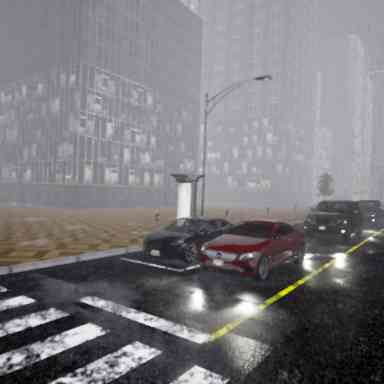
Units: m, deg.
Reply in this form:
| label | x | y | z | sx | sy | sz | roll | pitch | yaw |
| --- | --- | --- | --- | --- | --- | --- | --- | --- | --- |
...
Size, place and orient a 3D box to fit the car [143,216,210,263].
| label | x | y | z | sx | sy | sz | roll | pitch | yaw |
| --- | --- | --- | --- | --- | --- | --- | --- | --- | --- |
| car | 0.148 | 1.554 | 12.066 | 1.947 | 1.339 | 4.313 | 2 | 0 | 36 |

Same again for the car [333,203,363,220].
| label | x | y | z | sx | sy | sz | roll | pitch | yaw |
| --- | --- | --- | --- | --- | --- | --- | --- | --- | --- |
| car | 16.256 | 1.976 | 34.551 | 1.967 | 1.590 | 4.097 | 2 | 0 | 36 |

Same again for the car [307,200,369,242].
| label | x | y | z | sx | sy | sz | roll | pitch | yaw |
| --- | --- | --- | --- | --- | --- | --- | --- | --- | --- |
| car | 8.075 | 1.481 | 18.668 | 2.150 | 2.045 | 5.566 | 2 | 0 | 36 |

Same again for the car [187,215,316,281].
| label | x | y | z | sx | sy | sz | roll | pitch | yaw |
| --- | --- | --- | --- | --- | --- | --- | --- | --- | --- |
| car | 2.082 | 1.584 | 10.314 | 1.812 | 1.442 | 4.674 | 2 | 0 | 37 |

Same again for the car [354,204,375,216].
| label | x | y | z | sx | sy | sz | roll | pitch | yaw |
| --- | --- | --- | --- | --- | --- | --- | --- | --- | --- |
| car | 22.597 | 2.281 | 43.407 | 1.752 | 1.417 | 4.829 | 2 | 0 | 36 |

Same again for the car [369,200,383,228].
| label | x | y | z | sx | sy | sz | roll | pitch | yaw |
| --- | --- | --- | --- | --- | --- | --- | --- | --- | --- |
| car | 14.304 | 1.693 | 27.341 | 2.150 | 2.045 | 5.566 | 2 | 0 | 37 |
